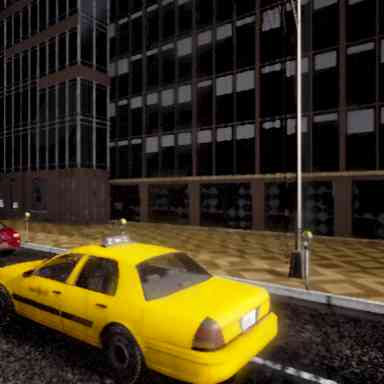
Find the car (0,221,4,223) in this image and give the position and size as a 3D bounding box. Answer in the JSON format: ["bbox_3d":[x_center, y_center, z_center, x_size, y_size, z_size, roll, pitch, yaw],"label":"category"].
[{"bbox_3d":[-7.899,1.609,12.222,4.206,1.307,1.802,0,0,36],"label":"car"}]

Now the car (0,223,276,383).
[{"bbox_3d":[-1.420,1.469,5.378,5.366,1.575,1.801,0,0,36],"label":"car"}]
